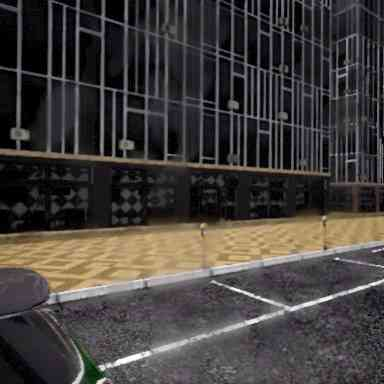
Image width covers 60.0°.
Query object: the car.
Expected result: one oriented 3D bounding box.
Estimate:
[{"bbox_3d":[-2.602,1.340,1.399,4.553,1.767,2.097,1,0,-36],"label":"car"}]
